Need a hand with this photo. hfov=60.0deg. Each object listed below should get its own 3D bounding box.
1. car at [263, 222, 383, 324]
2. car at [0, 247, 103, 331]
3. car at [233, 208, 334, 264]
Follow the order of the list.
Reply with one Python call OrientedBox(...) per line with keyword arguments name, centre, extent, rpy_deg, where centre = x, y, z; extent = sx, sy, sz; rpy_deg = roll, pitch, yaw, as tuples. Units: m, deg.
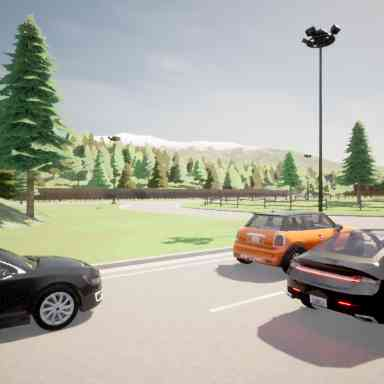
OrientedBox(name="car", centre=(3.958, 1.492, 6.600), extent=(4.902, 1.511, 2.128), rpy_deg=(0, 0, -35))
OrientedBox(name="car", centre=(-3.899, 1.505, 5.265), extent=(4.892, 1.490, 1.837), rpy_deg=(0, 0, -35))
OrientedBox(name="car", centre=(3.522, 1.352, 10.575), extent=(4.553, 1.767, 2.097), rpy_deg=(0, 0, -35))
